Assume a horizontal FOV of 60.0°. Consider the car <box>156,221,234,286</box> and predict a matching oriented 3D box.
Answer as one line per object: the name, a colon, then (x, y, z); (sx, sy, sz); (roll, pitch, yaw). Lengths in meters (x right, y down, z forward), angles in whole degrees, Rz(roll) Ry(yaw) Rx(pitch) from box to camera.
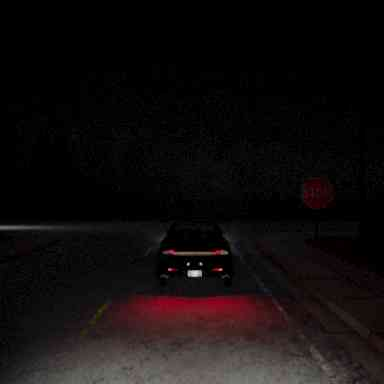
car: (0.076, 1.575, 9.662); (2.128, 1.511, 4.902); (0, 0, 0)
